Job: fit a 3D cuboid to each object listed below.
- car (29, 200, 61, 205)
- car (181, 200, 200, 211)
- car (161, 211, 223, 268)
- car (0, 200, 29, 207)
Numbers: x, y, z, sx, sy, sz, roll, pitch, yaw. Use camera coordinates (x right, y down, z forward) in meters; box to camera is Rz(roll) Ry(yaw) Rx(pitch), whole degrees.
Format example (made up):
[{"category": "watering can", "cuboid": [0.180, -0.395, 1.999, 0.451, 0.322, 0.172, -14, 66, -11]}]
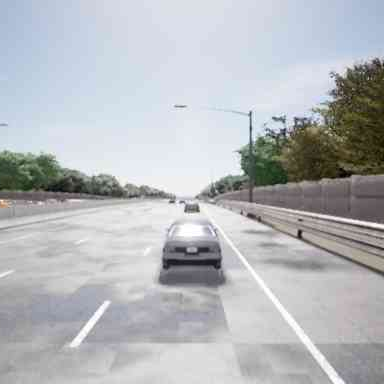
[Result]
[{"category": "car", "cuboid": [-17.590, 1.748, 41.235, 2.128, 1.511, 4.902, 0, -1, 0]}, {"category": "car", "cuboid": [-0.006, 1.840, 43.373, 1.994, 1.385, 4.181, 0, -1, 0]}, {"category": "car", "cuboid": [-0.002, 1.610, 11.434, 2.033, 1.411, 5.357, 0, 0, 0]}, {"category": "car", "cuboid": [-21.091, 1.780, 40.962, 1.812, 1.442, 4.674, 0, 0, 0]}]
